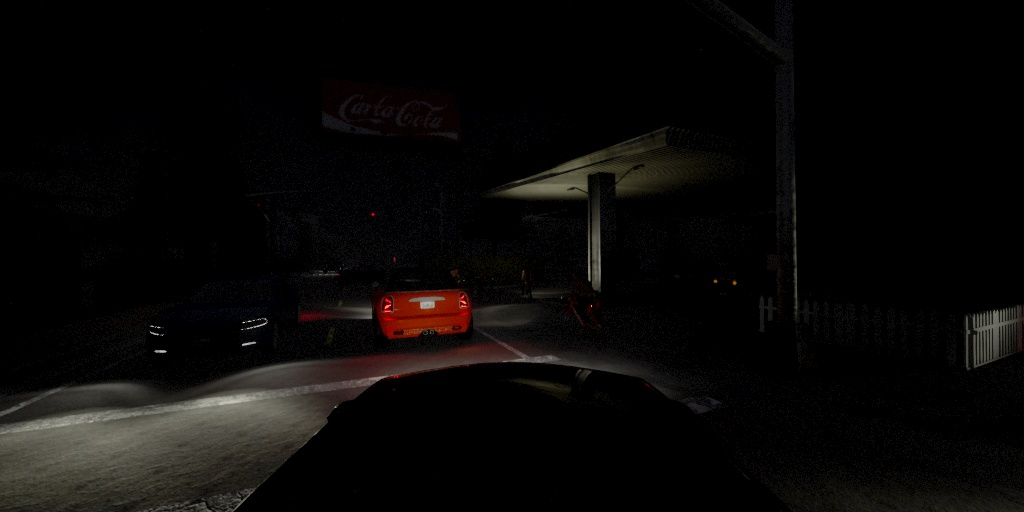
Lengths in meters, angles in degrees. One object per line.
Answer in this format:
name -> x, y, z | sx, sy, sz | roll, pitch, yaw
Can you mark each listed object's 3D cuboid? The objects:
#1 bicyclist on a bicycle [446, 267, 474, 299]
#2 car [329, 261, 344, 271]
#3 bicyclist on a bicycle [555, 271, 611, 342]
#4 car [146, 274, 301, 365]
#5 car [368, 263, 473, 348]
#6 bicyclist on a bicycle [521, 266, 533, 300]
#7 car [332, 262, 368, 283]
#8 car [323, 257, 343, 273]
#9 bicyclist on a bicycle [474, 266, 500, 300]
bicyclist on a bicycle -> -2.660, 1.310, 16.386 | 1.656, 1.620, 0.582 | 1, 0, 37
car -> -27.715, 1.527, 56.681 | 1.812, 1.442, 4.674 | 0, 0, -23
bicyclist on a bicycle -> 1.687, 1.198, 8.683 | 0.582, 1.620, 1.656 | 3, -2, -43
car -> -6.274, 1.210, 8.381 | 1.882, 1.535, 5.008 | 0, 0, -23
car -> -2.563, 1.052, 9.459 | 2.097, 1.767, 4.553 | 0, 0, -22
bicyclist on a bicycle -> 0.753, 1.326, 17.890 | 0.582, 1.620, 1.656 | -1, 0, 16
car -> -12.048, 1.495, 30.486 | 5.357, 1.411, 2.033 | 0, 1, -24
car -> -23.808, 1.173, 47.775 | 2.150, 2.045, 5.566 | 0, 0, -25
bicyclist on a bicycle -> -1.356, 1.336, 17.770 | 1.656, 1.620, 0.582 | 0, 0, -21
